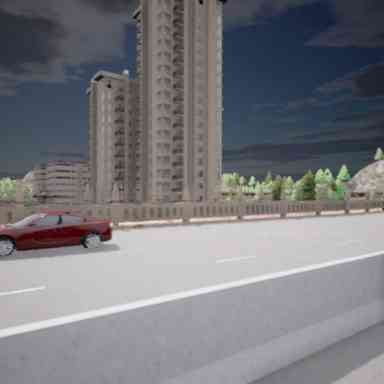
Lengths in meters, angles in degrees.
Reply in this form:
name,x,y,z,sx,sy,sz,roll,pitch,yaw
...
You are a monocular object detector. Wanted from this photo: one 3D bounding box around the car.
name,x,y,z,sx,sy,sz,roll,pitch,yaw
car,-5.591,1.492,12.899,5.008,1.535,1.882,0,0,-35
